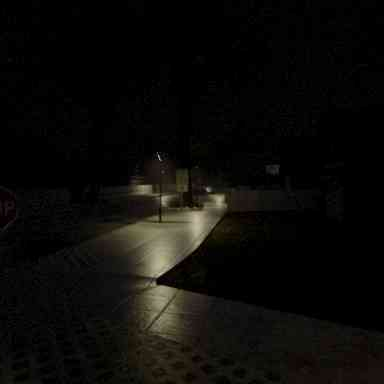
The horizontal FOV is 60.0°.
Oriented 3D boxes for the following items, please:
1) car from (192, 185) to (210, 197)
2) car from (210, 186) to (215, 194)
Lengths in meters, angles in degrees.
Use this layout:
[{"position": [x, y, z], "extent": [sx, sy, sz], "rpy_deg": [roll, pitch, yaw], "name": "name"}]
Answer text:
[{"position": [1.023, -0.190, 48.715], "extent": [1.882, 1.535, 5.008], "rpy_deg": [1, 2, 10], "name": "car"}, {"position": [2.794, -0.455, 58.481], "extent": [1.812, 1.442, 4.674], "rpy_deg": [1, 2, 10], "name": "car"}]
